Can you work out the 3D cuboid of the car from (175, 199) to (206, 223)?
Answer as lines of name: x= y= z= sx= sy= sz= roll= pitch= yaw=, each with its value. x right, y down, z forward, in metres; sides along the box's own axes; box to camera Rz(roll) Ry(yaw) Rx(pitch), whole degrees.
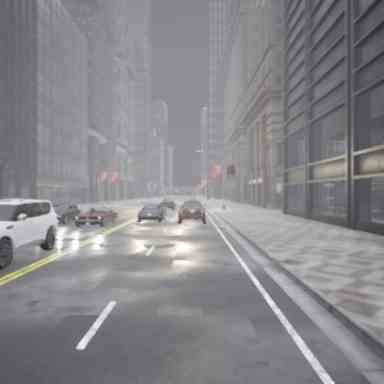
car: x=0.026 y=1.457 z=26.400 sx=2.097 sy=1.767 sz=4.553 roll=0 pitch=0 yaw=0

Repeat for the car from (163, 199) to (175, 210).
car: x=-3.171 y=1.684 z=44.927 sx=1.837 sy=1.490 sz=4.892 roll=0 pitch=0 yaw=0

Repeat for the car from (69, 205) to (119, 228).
car: x=-6.519 y=1.694 z=23.067 sx=1.895 sy=1.301 sz=4.718 roll=0 pitch=0 yaw=0

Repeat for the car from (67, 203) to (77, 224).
car: x=-9.777 y=1.608 z=25.107 sx=1.837 sy=1.490 sz=4.892 roll=0 pitch=-1 yaw=0

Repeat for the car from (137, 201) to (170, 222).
car: x=-3.217 y=1.673 z=27.268 sx=1.994 sy=1.385 sz=4.181 roll=0 pitch=0 yaw=1

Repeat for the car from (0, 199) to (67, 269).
car: x=-6.598 y=1.270 z=11.621 sx=2.150 sy=2.045 sz=5.566 roll=0 pitch=0 yaw=0

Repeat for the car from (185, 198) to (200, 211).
car: x=0.079 y=1.684 z=44.969 sx=1.837 sy=1.490 sz=4.892 roll=0 pitch=0 yaw=0
